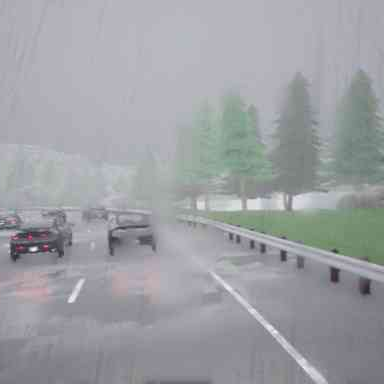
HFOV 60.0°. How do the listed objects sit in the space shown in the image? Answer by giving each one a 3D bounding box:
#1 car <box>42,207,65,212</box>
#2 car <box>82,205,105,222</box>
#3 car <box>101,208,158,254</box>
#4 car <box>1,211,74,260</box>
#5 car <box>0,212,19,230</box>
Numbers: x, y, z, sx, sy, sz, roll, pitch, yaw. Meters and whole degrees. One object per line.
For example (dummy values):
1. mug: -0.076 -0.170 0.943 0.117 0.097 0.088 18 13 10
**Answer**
1. car: -12.619 2.110 30.365 1.837 1.490 4.892 -2 0 -27
2. car: -9.160 1.938 31.252 2.128 1.511 4.902 -3 0 -26
3. car: -2.665 1.625 14.308 2.128 1.511 4.902 -3 0 -14
4. car: -6.216 1.802 14.070 1.837 1.490 4.892 -2 0 -15
5. car: -13.681 2.199 24.583 2.033 1.411 5.357 -3 0 -24
